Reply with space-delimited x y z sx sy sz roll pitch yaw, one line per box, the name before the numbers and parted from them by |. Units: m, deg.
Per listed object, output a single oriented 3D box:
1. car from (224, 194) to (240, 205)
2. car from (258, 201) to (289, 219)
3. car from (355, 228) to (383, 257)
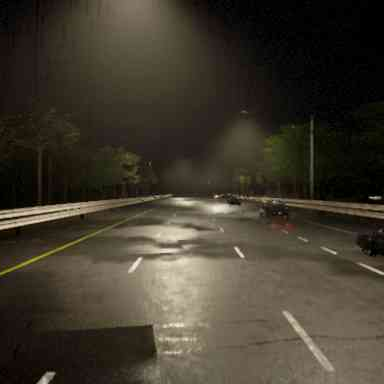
car | 7.137 1.570 57.722 1.994 1.385 4.181 0 0 0
car | 7.049 1.495 28.998 2.128 1.511 4.902 0 0 0
car | 7.006 1.549 9.976 2.033 1.411 5.357 0 0 0
